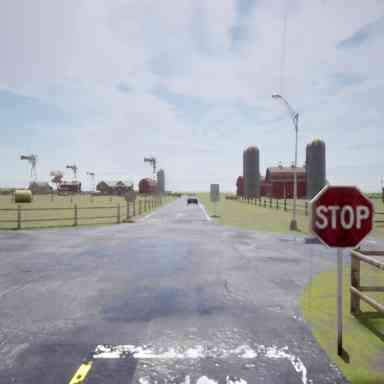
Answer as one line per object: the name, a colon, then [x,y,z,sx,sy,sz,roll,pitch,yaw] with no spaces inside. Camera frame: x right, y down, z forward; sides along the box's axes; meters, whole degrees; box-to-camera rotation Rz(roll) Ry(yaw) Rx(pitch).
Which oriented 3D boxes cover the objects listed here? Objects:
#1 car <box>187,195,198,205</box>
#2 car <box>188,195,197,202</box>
car: [0.095,1.502,60.788,1.882,1.535,5.008,0,0,0]
car: [0.111,1.415,71.211,1.994,1.385,4.181,0,0,0]
